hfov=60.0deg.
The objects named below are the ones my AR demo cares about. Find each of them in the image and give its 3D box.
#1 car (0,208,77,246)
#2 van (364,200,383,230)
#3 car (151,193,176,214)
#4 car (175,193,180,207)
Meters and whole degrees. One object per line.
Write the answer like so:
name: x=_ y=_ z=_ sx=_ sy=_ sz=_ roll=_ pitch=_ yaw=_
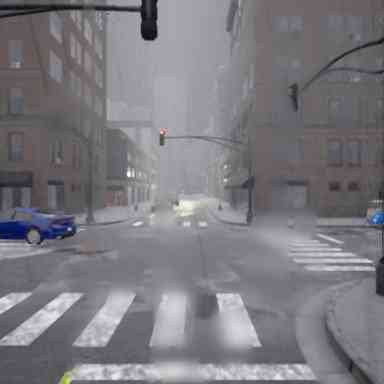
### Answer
car: x=-7.696 y=1.454 z=14.928 sx=5.008 sy=1.535 sz=1.882 roll=0 pitch=-1 yaw=13
van: x=12.059 y=1.326 z=18.914 sx=3.998 sy=1.788 sz=1.690 roll=0 pitch=0 yaw=0
car: x=-3.087 y=1.310 z=35.032 sx=2.097 sy=1.767 sz=4.553 roll=0 pitch=0 yaw=0
car: x=-3.071 y=1.159 z=50.688 sx=2.150 sy=2.045 sz=5.566 roll=0 pitch=0 yaw=0
